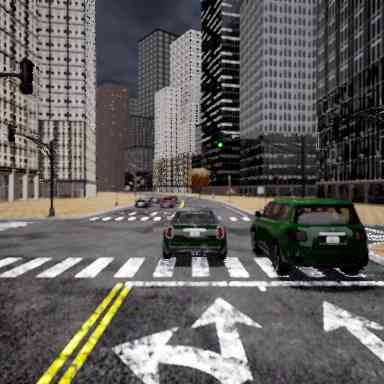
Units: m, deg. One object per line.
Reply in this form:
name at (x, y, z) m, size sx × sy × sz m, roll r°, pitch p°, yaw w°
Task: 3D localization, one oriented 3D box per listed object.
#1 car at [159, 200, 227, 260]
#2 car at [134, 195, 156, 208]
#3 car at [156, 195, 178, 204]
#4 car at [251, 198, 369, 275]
car at (0.097, 1.338, 12.480) m, size 2.097 × 1.767 × 4.553 m, roll 0°, pitch 0°, yaw 0°
car at (-6.554, 1.369, 44.867) m, size 2.128 × 1.511 × 4.902 m, roll 0°, pitch 0°, yaw 0°
car at (-3.303, 1.405, 44.647) m, size 1.812 × 1.442 × 4.674 m, roll 0°, pitch 0°, yaw 0°
car at (3.335, 1.205, 10.528) m, size 2.150 × 2.045 × 5.566 m, roll 0°, pitch 0°, yaw 0°
